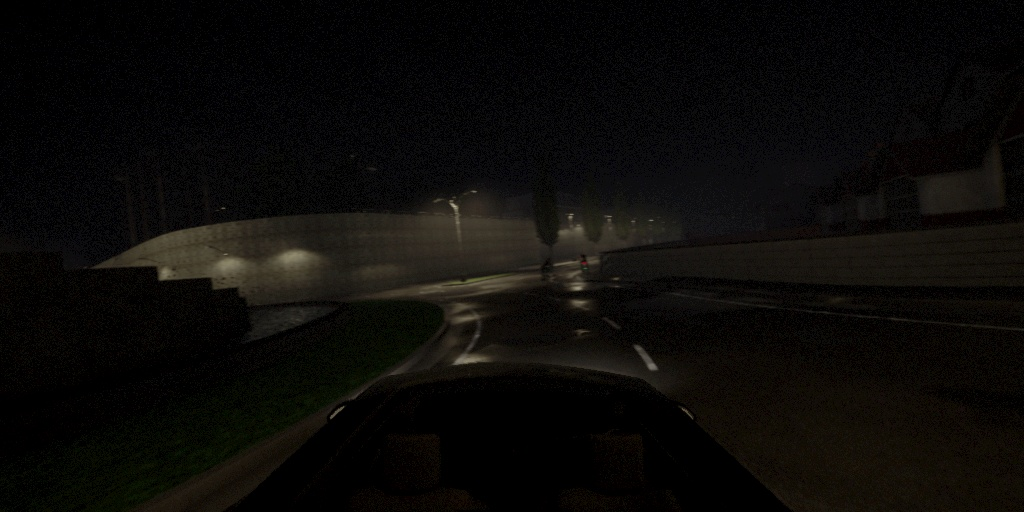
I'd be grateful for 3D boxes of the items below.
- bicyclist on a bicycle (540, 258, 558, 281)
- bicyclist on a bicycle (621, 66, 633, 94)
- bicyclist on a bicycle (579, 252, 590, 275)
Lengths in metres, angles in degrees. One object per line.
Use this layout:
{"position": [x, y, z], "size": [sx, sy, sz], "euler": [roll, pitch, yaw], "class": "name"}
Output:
{"position": [2.600, 0.957, 25.783], "size": [1.656, 1.620, 0.582], "euler": [-6, 0, 40], "class": "bicyclist on a bicycle"}
{"position": [7.538, -11.663, 23.468], "size": [0.582, 1.656, 1.620], "euler": [27, -24, 23], "class": "bicyclist on a bicycle"}
{"position": [4.986, 0.534, 25.107], "size": [0.582, 1.620, 1.656], "euler": [-6, 0, 0], "class": "bicyclist on a bicycle"}
